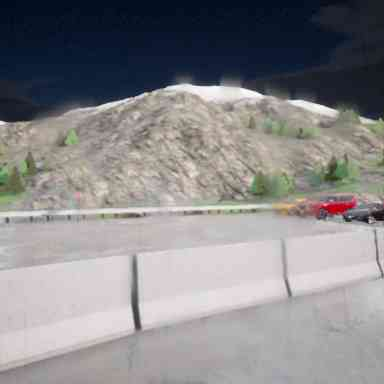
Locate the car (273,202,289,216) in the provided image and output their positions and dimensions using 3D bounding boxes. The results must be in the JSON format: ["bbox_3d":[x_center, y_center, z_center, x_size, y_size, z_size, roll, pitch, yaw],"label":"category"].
[{"bbox_3d":[9.544,1.394,29.782,5.008,1.535,1.882,0,0,-27],"label":"car"}]

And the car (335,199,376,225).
[{"bbox_3d":[12.833,1.440,23.598,4.892,1.490,1.837,0,0,-27],"label":"car"}]

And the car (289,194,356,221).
[{"bbox_3d":[10.819,1.151,26.516,5.566,2.045,2.150,0,0,-27],"label":"car"}]

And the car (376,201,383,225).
[{"bbox_3d":[13.744,1.297,20.138,4.553,1.767,2.097,0,0,-27],"label":"car"}]
